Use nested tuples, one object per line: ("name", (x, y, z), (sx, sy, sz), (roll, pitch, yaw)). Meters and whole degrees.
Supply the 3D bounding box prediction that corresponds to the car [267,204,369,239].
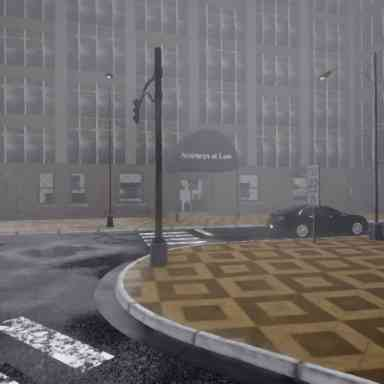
("car", (6.022, 1.321, 15.944), (4.892, 1.490, 1.837), (0, 0, -14))
